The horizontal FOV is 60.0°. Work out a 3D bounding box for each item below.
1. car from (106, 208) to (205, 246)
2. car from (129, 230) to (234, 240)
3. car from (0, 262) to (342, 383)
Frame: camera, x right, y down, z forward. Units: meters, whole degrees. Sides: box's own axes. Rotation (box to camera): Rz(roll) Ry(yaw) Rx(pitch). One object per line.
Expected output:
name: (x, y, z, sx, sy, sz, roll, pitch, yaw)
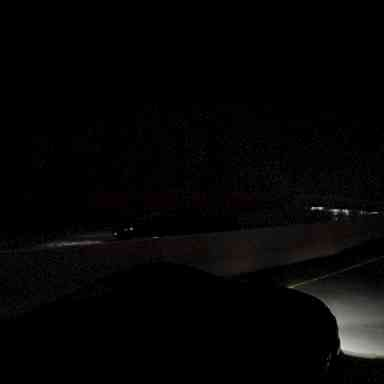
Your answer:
car: (-1.677, 1.609, 16.402, 4.674, 1.442, 1.812, 1, 0, -42)
car: (-0.137, 1.564, 13.115, 4.902, 1.511, 2.128, 1, 0, -41)
car: (-0.067, 1.586, 3.955, 4.181, 1.385, 1.994, 1, 0, -37)
